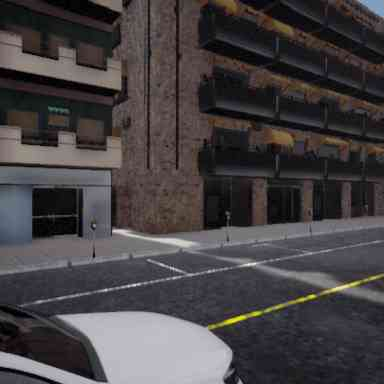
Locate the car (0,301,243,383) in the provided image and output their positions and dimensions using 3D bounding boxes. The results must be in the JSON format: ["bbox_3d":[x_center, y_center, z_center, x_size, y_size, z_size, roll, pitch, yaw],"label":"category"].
[{"bbox_3d":[-1.705,1.519,2.217,4.674,1.442,1.812,0,0,-36],"label":"car"}]
